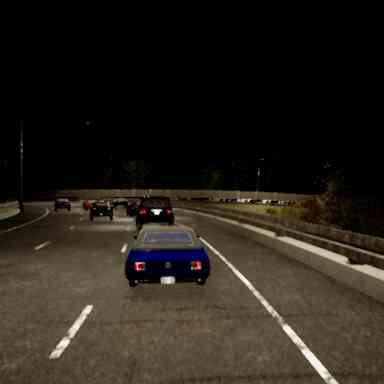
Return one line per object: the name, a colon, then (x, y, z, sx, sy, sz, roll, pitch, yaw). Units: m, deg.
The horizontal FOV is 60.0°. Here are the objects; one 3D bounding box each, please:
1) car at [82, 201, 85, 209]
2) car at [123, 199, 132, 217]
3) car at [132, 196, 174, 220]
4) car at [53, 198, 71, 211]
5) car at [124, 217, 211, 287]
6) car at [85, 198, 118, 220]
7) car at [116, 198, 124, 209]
car: (-13.067, 1.637, 43.203, 1.994, 1.385, 4.181, 0, 0, -23)
car: (-5.274, 1.615, 32.349, 1.994, 1.385, 4.181, 0, 0, -17)
car: (-2.486, 1.257, 21.255, 2.150, 2.045, 5.566, 0, 0, -11)
car: (-16.712, 1.568, 42.758, 2.128, 1.511, 4.902, 0, 0, -24)
car: (-0.709, 1.615, 9.363, 1.895, 1.301, 4.718, 0, 0, -5)
car: (-7.805, 1.540, 28.744, 2.128, 1.511, 4.902, 0, 0, -15)
car: (-9.660, 1.563, 44.117, 2.128, 1.511, 4.902, 0, 0, -23)
